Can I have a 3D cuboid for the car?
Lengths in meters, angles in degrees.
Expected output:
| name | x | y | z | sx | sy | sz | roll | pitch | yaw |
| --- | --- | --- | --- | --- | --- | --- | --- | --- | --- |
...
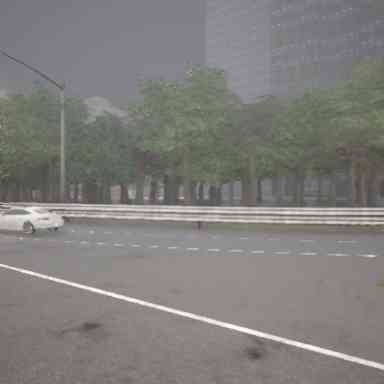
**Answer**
| name | x | y | z | sx | sy | sz | roll | pitch | yaw |
| --- | --- | --- | --- | --- | --- | --- | --- | --- | --- |
| car | -9.281 | 1.523 | 18.430 | 4.674 | 1.442 | 1.812 | 0 | 0 | 22 |
